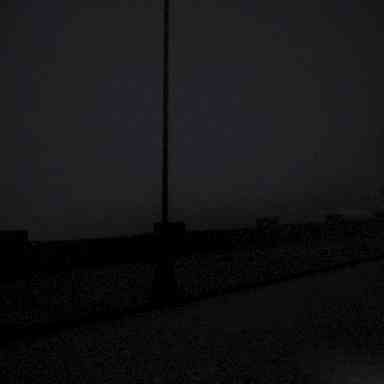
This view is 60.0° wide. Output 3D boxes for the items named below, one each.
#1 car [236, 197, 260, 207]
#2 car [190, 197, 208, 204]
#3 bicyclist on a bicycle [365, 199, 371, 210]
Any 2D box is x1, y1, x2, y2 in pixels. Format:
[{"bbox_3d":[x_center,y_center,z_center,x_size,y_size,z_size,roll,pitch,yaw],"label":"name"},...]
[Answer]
[{"bbox_3d":[10.071,1.750,60.315,2.097,1.767,4.553,1,-1,-35],"label":"car"},{"bbox_3d":[1.475,1.781,72.353,1.882,1.535,5.008,1,0,-36],"label":"car"},{"bbox_3d":[24.847,1.788,47.009,1.656,1.620,0.582,0,0,-36],"label":"bicyclist on a bicycle"}]
